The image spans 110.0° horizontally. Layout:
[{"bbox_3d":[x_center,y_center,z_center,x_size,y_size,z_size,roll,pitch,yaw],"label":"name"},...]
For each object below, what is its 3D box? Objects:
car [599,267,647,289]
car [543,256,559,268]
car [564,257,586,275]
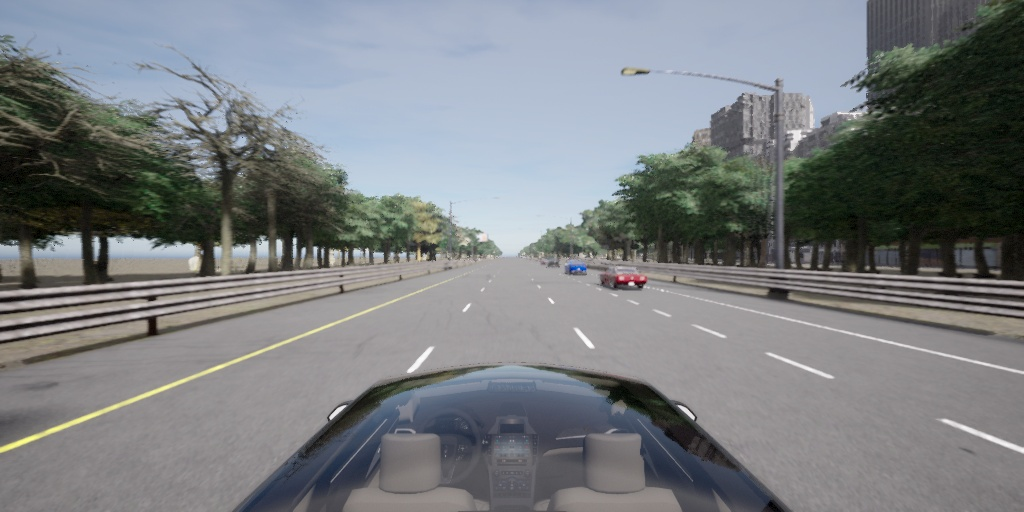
[{"bbox_3d":[7.011,1.358,23.237,1.895,1.301,4.718,0,0,0],"label":"car"},{"bbox_3d":[7.037,1.268,62.187,1.837,1.490,4.892,0,0,0],"label":"car"},{"bbox_3d":[7.021,1.239,40.204,1.882,1.535,5.008,0,0,0],"label":"car"}]
